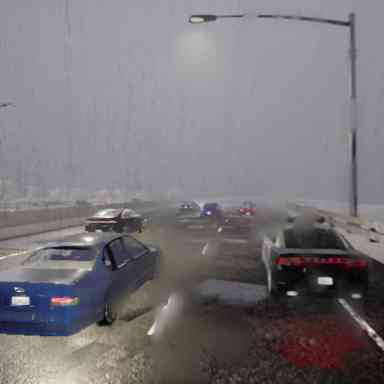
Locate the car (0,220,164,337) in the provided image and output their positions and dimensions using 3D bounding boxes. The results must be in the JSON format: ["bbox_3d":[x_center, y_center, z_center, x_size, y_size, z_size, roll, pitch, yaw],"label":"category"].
[{"bbox_3d":[-2.052,1.602,7.198,2.033,1.411,5.357,0,0,9],"label":"car"}]

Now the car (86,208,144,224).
[{"bbox_3d":[-3.943,1.624,17.814,2.128,1.511,4.902,0,0,9],"label":"car"}]

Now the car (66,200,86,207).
[{"bbox_3d":[-16.685,1.918,49.082,1.837,1.490,4.892,0,0,10],"label":"car"}]

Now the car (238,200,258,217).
[{"bbox_3d":[5.732,1.793,33.912,1.895,1.301,4.718,0,0,10],"label":"car"}]

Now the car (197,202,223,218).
[{"bbox_3d":[1.916,1.724,32.112,1.812,1.442,4.674,0,0,9],"label":"car"}]

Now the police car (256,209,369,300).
[{"bbox_3d":[2.867,1.466,8.748,1.930,1.638,5.238,0,0,9],"label":"police car"}]

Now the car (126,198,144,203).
[{"bbox_3d":[-8.941,1.755,52.677,2.097,1.767,4.553,0,0,10],"label":"car"}]

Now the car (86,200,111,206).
[{"bbox_3d":[-13.188,1.995,48.787,1.895,1.301,4.718,0,0,10],"label":"car"}]

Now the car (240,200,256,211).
[{"bbox_3d":[7.708,1.832,45.685,1.994,1.385,4.181,0,0,10],"label":"car"}]

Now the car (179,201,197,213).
[{"bbox_3d":[-0.277,1.814,40.218,2.033,1.411,5.357,0,0,10],"label":"car"}]
